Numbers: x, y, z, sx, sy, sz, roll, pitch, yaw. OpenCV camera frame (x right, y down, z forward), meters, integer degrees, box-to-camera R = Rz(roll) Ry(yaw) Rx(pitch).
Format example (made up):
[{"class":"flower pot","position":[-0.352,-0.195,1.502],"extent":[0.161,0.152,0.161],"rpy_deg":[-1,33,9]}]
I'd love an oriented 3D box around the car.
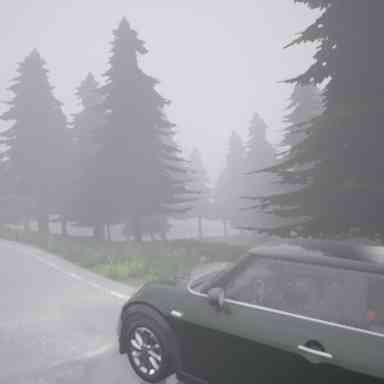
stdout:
[{"class":"car","position":[1.188,1.347,3.803],"extent":[4.553,1.767,2.097],"rpy_deg":[0,1,39]}]
